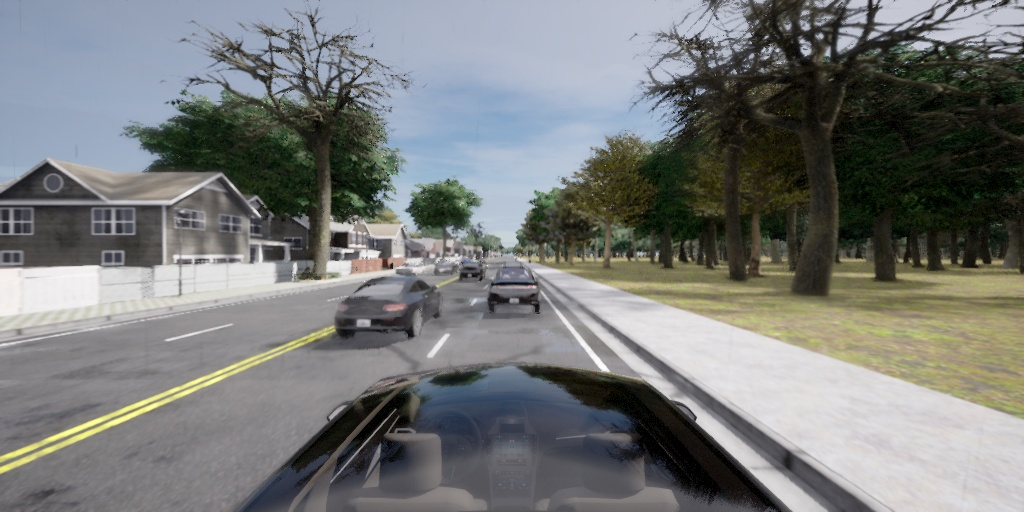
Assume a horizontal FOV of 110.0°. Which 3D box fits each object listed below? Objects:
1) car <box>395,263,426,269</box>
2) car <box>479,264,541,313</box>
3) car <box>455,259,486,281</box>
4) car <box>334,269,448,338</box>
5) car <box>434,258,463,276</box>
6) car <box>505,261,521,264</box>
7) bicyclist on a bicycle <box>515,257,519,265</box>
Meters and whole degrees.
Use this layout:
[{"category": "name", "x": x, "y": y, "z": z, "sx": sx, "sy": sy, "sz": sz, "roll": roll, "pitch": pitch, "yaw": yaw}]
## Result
[{"category": "car", "x": -9.868, "y": 1.306, "z": 35.048, "sx": 1.895, "sy": 1.301, "sz": 4.718, "roll": 0, "pitch": 0, "yaw": 0}, {"category": "car", "x": 0.084, "y": 1.225, "z": 13.980, "sx": 2.128, "sy": 1.511, "sz": 4.902, "roll": 0, "pitch": 0, "yaw": 0}, {"category": "car", "x": -3.174, "y": 1.217, "z": 29.535, "sx": 1.837, "sy": 1.490, "sz": 4.892, "roll": 0, "pitch": 0, "yaw": 0}, {"category": "car", "x": -3.175, "y": 1.264, "z": 9.972, "sx": 1.812, "sy": 1.442, "sz": 4.674, "roll": 0, "pitch": 0, "yaw": 0}, {"category": "car", "x": -6.616, "y": 1.195, "z": 36.206, "sx": 2.128, "sy": 1.511, "sz": 4.902, "roll": 0, "pitch": 0, "yaw": 0}, {"category": "car", "x": 0.079, "y": 1.188, "z": 30.978, "sx": 1.882, "sy": 1.535, "sz": 5.008, "roll": 0, "pitch": 0, "yaw": 0}, {"category": "bicyclist on a bicycle", "x": 0.853, "y": 1.104, "z": 63.321, "sx": 0.866, "sy": 1.612, "sz": 1.509, "roll": 0, "pitch": 0, "yaw": 0}]
